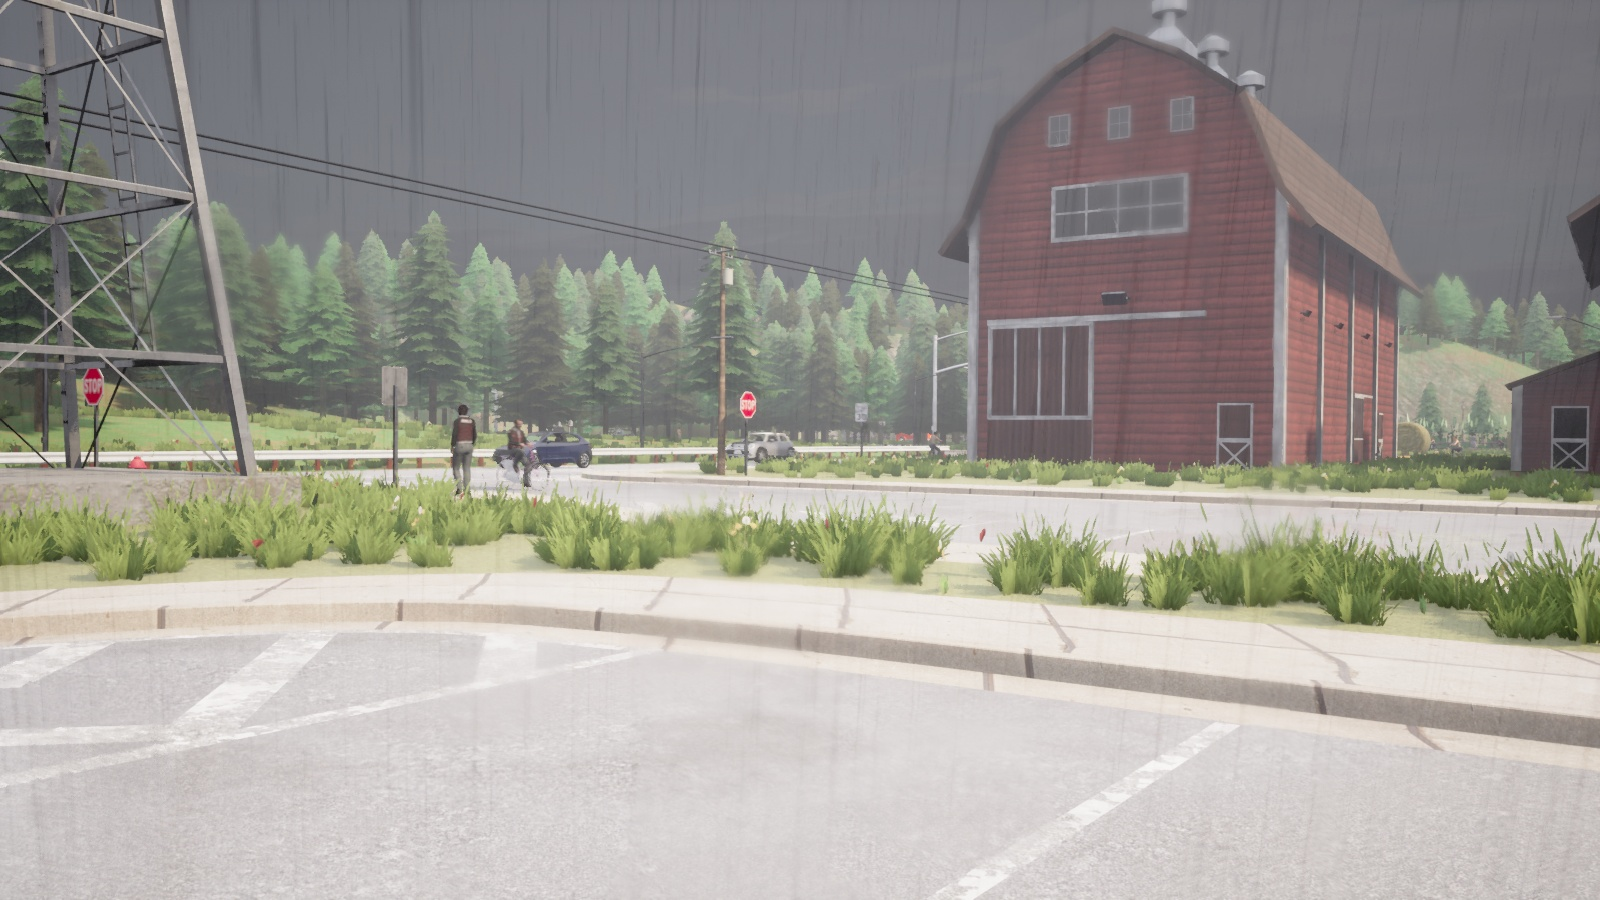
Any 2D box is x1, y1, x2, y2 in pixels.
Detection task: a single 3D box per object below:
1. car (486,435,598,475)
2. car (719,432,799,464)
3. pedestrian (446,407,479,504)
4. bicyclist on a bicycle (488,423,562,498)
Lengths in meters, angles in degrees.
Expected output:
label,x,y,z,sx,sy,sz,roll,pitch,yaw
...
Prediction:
label,x,y,z,sx,sy,sz,roll,pitch,yaw
car,-9.974,0.169,48.828,1.816,1.474,4.193,0,1,34
car,-1.947,-0.114,60.652,1.970,1.475,3.806,0,1,34
pedestrian,-6.778,0.104,25.217,0.402,1.930,0.666,-1,1,-37
bicyclist on a bicycle,-6.701,0.245,30.576,1.843,1.776,0.659,0,1,35
